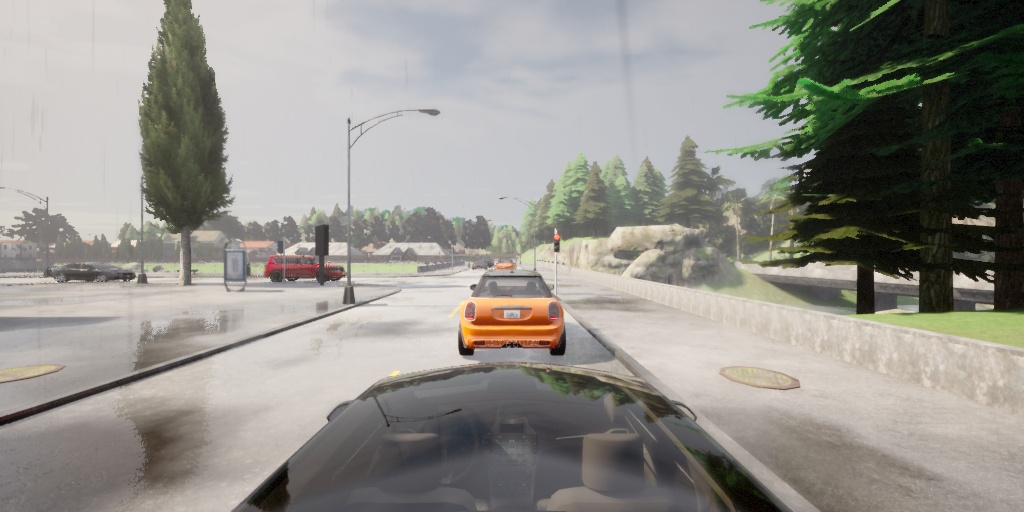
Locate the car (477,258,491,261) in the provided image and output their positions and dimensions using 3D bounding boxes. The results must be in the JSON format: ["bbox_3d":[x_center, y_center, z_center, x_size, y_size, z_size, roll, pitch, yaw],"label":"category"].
[{"bbox_3d":[-4.541,1.314,51.212,1.994,1.385,4.181,0,0,0],"label":"car"}]

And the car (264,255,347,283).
[{"bbox_3d":[-15.539,0.969,27.093,5.566,2.045,2.150,0,0,-1],"label":"car"}]

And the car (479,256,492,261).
[{"bbox_3d":[-4.612,0.971,60.808,2.150,2.045,5.566,0,0,0],"label":"car"}]

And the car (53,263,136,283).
[{"bbox_3d":[-31.258,1.254,26.924,4.892,1.490,1.837,0,0,-1],"label":"car"}]

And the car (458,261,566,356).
[{"bbox_3d":[-0.001,1.102,8.805,2.097,1.767,4.553,0,0,0],"label":"car"}]

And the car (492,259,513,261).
[{"bbox_3d":[-0.619,1.102,39.247,2.097,1.767,4.553,0,0,5],"label":"car"}]
